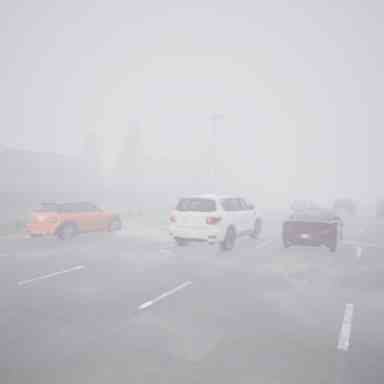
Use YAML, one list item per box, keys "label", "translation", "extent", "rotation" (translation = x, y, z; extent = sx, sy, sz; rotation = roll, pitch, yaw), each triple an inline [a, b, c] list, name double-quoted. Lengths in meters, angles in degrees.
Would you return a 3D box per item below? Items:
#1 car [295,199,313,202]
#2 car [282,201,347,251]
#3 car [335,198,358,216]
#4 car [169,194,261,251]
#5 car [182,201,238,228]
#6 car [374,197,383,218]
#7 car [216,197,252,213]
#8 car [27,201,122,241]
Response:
- label: "car"
  translation: [10.992, 1.374, 32.315]
  extent: [1.895, 1.301, 4.718]
  rotation: [0, 0, 28]
- label: "car"
  translation: [5.122, 1.381, 13.830]
  extent: [1.882, 1.535, 5.008]
  rotation: [0, 1, 28]
- label: "car"
  translation: [14.078, 1.298, 30.665]
  extent: [1.837, 1.490, 4.892]
  rotation: [0, 0, 28]
- label: "car"
  translation: [1.186, 1.115, 13.882]
  extent: [2.150, 2.045, 5.566]
  rotation: [0, 0, 28]
- label: "car"
  translation: [1.301, 1.360, 21.553]
  extent: [1.812, 1.442, 4.674]
  rotation: [0, 0, 28]
- label: "car"
  translation: [16.418, 1.385, 27.610]
  extent: [1.994, 1.385, 4.181]
  rotation: [0, 0, 28]
- label: "car"
  translation: [4.498, 1.284, 35.012]
  extent: [2.033, 1.411, 5.357]
  rotation: [0, 1, 28]
- label: "car"
  translation: [-5.505, 1.211, 16.213]
  extent: [2.097, 1.767, 4.553]
  rotation: [0, 0, 28]
